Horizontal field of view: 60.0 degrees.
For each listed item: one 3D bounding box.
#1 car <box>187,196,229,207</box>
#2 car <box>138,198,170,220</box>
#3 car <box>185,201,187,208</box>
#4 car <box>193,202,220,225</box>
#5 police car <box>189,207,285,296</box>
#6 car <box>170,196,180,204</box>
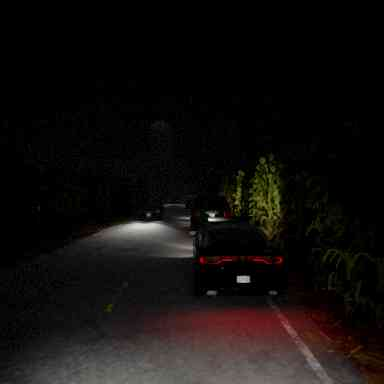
[{"bbox_3d":[0.964,1.221,18.718,2.150,2.045,5.566,0,0,0],"label":"car"},{"bbox_3d":[-3.296,1.491,27.737,2.128,1.511,4.902,0,0,0],"label":"car"},{"bbox_3d":[0.025,1.547,46.780,2.033,1.411,5.357,0,0,1],"label":"car"},{"bbox_3d":[0.965,1.526,24.688,1.812,1.442,4.674,0,0,0],"label":"car"},{"bbox_3d":[0.961,1.425,8.798,1.930,1.638,5.238,0,0,0],"label":"police car"},{"bbox_3d":[-3.184,1.477,62.190,1.882,1.535,5.008,0,0,0],"label":"car"}]
